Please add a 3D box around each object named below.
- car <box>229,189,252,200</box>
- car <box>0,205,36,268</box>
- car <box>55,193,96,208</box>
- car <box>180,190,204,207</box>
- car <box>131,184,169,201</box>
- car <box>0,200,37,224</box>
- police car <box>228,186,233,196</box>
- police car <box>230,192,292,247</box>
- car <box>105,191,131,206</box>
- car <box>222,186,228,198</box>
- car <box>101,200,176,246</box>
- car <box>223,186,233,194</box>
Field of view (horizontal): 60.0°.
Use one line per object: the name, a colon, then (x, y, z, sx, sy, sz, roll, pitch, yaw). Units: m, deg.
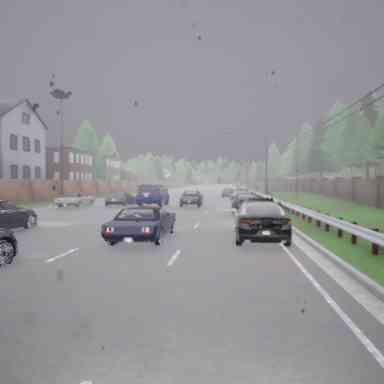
car: (3.673, 0.806, 22.983, 1.837, 1.490, 4.892, 0, 2, 6)
car: (-5.971, 1.285, 7.408, 2.128, 1.511, 4.902, 0, 2, 6)
car: (-10.565, 0.721, 30.504, 1.895, 1.301, 4.718, 0, 2, 6)
car: (0.035, 0.568, 30.874, 2.128, 1.511, 4.902, 0, 2, 6)
car: (-3.532, 0.322, 30.436, 2.150, 2.045, 5.566, 0, 2, 6)
car: (-8.739, 1.095, 14.511, 1.837, 1.490, 4.892, 0, 2, 6)
police car: (4.316, 0.543, 29.053, 1.930, 1.638, 5.238, 0, 2, 6)
police car: (2.631, 1.021, 13.150, 1.930, 1.638, 5.238, 0, 2, 6)
car: (-6.867, 0.623, 32.185, 1.994, 1.385, 4.181, 0, 2, 6)
car: (5.351, 0.091, 48.790, 1.994, 1.385, 4.181, 0, 2, 6)
car: (-1.847, 1.212, 13.104, 1.895, 1.301, 4.718, 0, 2, 6)
car: (6.920, -0.440, 63.588, 1.882, 1.535, 5.008, 0, 2, 6)
